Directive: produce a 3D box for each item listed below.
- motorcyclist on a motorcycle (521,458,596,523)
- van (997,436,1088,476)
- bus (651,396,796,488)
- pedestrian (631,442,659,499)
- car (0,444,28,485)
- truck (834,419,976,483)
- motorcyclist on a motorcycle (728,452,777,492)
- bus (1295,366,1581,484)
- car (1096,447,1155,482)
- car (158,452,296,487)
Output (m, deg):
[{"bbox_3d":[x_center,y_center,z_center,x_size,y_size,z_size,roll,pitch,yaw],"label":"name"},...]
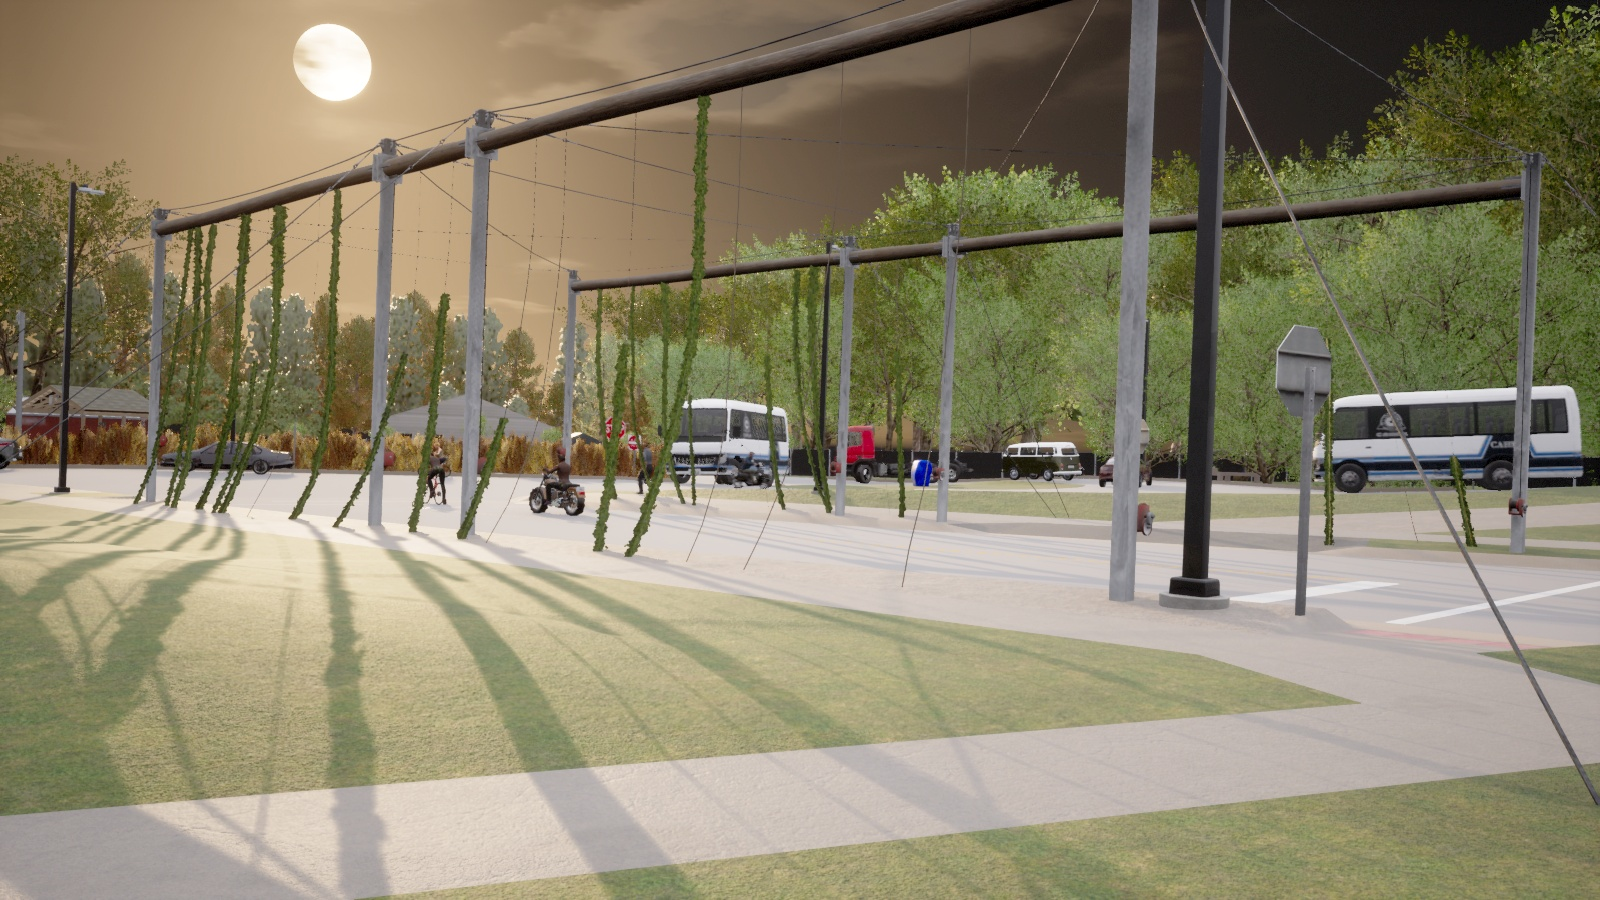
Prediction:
[{"bbox_3d":[-6.378,1.053,33.081,2.350,1.649,0.766,-1,-1,45],"label":"motorcyclist on a motorcycle"},{"bbox_3d":[12.881,0.329,66.969,2.069,2.038,4.480,-2,1,-36],"label":"van"},{"bbox_3d":[-3.635,-0.274,63.828,3.944,4.253,10.273,-1,-1,17],"label":"bus"},{"bbox_3d":[-5.109,0.676,41.350,0.694,1.848,0.540,1,0,27],"label":"pedestrian"},{"bbox_3d":[-34.776,0.612,51.455,5.027,1.651,2.152,-1,1,-20],"label":"car"},{"bbox_3d":[6.064,0.095,73.554,7.936,3.462,2.891,-2,-1,0],"label":"truck"},{"bbox_3d":[-1.922,0.903,51.196,1.817,1.590,0.866,-1,-2,33],"label":"motorcyclist on a motorcycle"},{"bbox_3d":[26.667,-0.915,53.288,10.273,4.253,3.944,-3,-1,22],"label":"bus"},{"bbox_3d":[14.994,0.636,57.641,1.812,1.442,4.674,-1,0,24],"label":"car"},{"bbox_3d":[-24.987,0.854,55.004,5.357,1.411,2.033,1,1,-20],"label":"car"}]
